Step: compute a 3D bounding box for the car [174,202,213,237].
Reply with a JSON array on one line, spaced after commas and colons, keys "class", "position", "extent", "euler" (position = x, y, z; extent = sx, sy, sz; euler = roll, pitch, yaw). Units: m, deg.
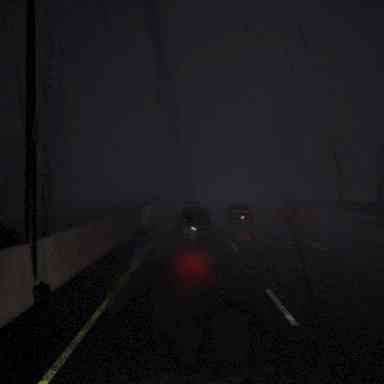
[{"class": "car", "position": [0.097, 1.529, 18.294], "extent": [1.837, 1.490, 4.892], "euler": [0, 0, 0]}]

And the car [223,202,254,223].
[{"class": "car", "position": [3.596, 1.538, 26.056], "extent": [1.837, 1.490, 4.892], "euler": [0, 0, 0]}]

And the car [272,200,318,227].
[{"class": "car", "position": [7.097, 1.380, 23.356], "extent": [2.097, 1.767, 4.553], "euler": [0, 0, 0]}]

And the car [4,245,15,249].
[{"class": "car", "position": [-7.090, 1.538, 10.192], "extent": [1.812, 1.442, 4.674], "euler": [0, 0, 0]}]

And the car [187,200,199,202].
[{"class": "car", "position": [0.093, 1.653, 41.986], "extent": [1.895, 1.301, 4.718], "euler": [0, 0, 0]}]
